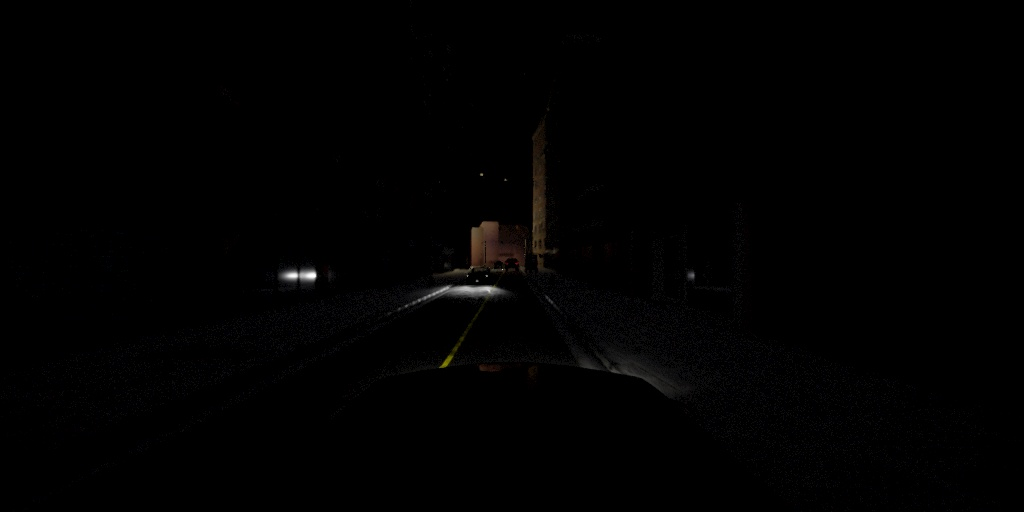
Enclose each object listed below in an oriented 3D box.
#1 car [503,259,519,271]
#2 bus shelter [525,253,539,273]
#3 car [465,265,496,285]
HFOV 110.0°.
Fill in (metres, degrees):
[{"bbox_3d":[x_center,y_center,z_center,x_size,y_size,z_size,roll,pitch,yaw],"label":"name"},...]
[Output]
[{"bbox_3d":[0.010,1.473,61.001,2.150,2.045,5.566,0,-1,0],"label":"car"},{"bbox_3d":[2.889,1.050,50.299,1.920,2.740,3.880,0,0,0],"label":"bus shelter"},{"bbox_3d":[-2.597,1.586,28.944,1.895,1.301,4.718,0,-1,0],"label":"car"}]
